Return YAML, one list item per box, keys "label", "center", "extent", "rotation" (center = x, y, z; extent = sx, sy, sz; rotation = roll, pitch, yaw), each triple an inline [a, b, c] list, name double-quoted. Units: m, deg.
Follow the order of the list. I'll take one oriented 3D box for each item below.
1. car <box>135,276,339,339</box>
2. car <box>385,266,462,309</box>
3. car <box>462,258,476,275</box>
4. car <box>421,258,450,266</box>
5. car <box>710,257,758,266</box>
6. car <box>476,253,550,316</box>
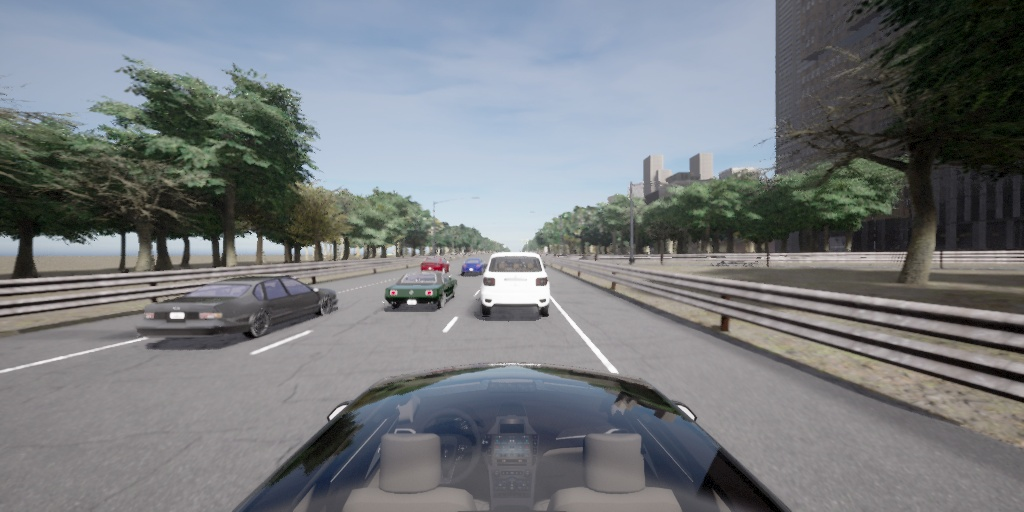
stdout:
- label: "car"
  center: [-6.900, 1.253, 9.903]
  extent: [2.033, 1.411, 5.357]
  rotation: [0, 1, 0]
- label: "car"
  center: [-3.397, 1.252, 14.410]
  extent: [1.895, 1.301, 4.718]
  rotation: [0, 1, 0]
- label: "car"
  center: [-3.397, 0.930, 32.173]
  extent: [1.812, 1.442, 4.674]
  rotation: [0, 1, 0]
- label: "car"
  center: [-6.893, 0.875, 32.636]
  extent: [1.882, 1.535, 5.008]
  rotation: [0, 1, 0]
- label: "car"
  center: [24.673, 0.356, 40.070]
  extent: [1.812, 1.442, 4.674]
  rotation: [0, 0, -37]
- label: "car"
  center: [0.102, 0.889, 13.124]
  extent: [2.150, 2.045, 5.566]
  rotation: [0, 1, 0]
